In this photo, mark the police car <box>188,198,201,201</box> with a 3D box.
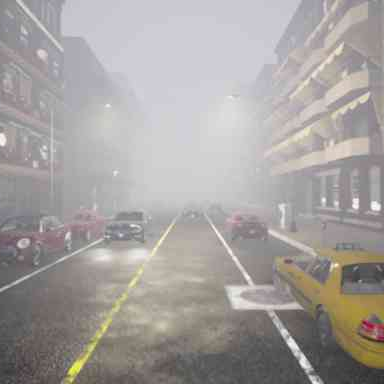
[{"bbox_3d":[0.026,1.920,56.116,2.038,1.542,4.974,0,0,0],"label":"police car"}]

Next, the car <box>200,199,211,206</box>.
[{"bbox_3d":[2.716,2.069,67.842,1.947,1.339,4.313,0,0,0],"label":"car"}]

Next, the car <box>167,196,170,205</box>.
[{"bbox_3d":[-5.667,2.012,62.213,2.008,1.369,4.403,0,0,0],"label":"car"}]

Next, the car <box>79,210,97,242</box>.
[{"bbox_3d":[-5.683,1.674,17.125,1.887,1.381,4.507,0,0,0],"label":"car"}]

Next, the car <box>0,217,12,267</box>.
[{"bbox_3d":[-5.686,1.360,5.854,2.192,1.841,5.009,0,0,0],"label":"car"}]

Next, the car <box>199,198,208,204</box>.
[{"bbox_3d":[2.720,2.167,79.114,1.802,1.307,4.206,0,0,0],"label":"car"}]

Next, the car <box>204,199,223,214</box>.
[{"bbox_3d":[2.706,1.847,39.661,2.008,1.369,4.403,0,0,0],"label":"car"}]

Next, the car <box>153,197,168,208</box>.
[{"bbox_3d":[-5.668,1.971,56.576,2.008,1.369,4.403,0,0,0],"label":"car"}]

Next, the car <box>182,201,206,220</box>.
[{"bbox_3d":[0.071,1.834,31.134,1.895,1.301,4.718,0,0,1],"label":"car"}]

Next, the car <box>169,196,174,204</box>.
[{"bbox_3d":[-5.662,2.088,73.485,1.887,1.381,4.507,0,0,0],"label":"car"}]

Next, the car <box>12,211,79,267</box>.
[{"bbox_3d":[-5.685,1.527,11.488,1.967,1.590,4.097,0,0,0],"label":"car"}]

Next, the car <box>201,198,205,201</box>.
[{"bbox_3d":[2.715,1.988,62.376,1.752,1.417,4.829,0,0,0],"label":"car"}]

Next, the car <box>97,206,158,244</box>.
[{"bbox_3d":[-3.001,1.634,16.541,1.837,1.490,4.892,0,-1,0],"label":"car"}]

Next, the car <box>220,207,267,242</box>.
[{"bbox_3d":[2.697,1.674,17.117,1.887,1.381,4.507,0,0,0],"label":"car"}]

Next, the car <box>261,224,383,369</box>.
[{"bbox_3d":[2.693,1.572,6.015,1.752,1.417,4.829,0,0,0],"label":"car"}]
